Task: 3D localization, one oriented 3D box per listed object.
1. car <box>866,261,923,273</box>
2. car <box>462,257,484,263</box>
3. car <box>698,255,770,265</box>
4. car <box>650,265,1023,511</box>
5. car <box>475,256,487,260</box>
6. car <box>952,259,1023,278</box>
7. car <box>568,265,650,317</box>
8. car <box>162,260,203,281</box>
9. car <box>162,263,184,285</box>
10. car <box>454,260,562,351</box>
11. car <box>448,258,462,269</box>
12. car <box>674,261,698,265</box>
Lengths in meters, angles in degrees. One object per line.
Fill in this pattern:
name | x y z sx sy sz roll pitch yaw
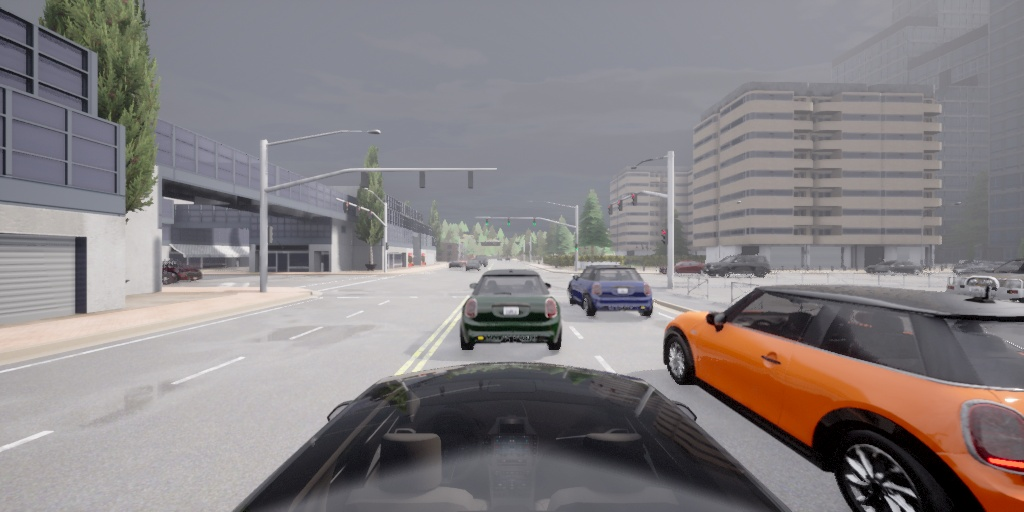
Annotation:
car | 39.821 1.256 37.417 4.892 1.490 1.837 0 0 -2
car | -5.129 1.255 47.333 1.837 1.490 4.892 0 0 -2
car | 20.808 0.971 33.214 5.566 2.045 2.150 0 0 -2
car | 3.576 1.103 4.132 2.097 1.767 4.553 0 0 -1
car | -5.664 0.974 63.125 2.150 2.045 5.566 0 0 -2
car | 44.915 1.242 34.078 4.902 1.511 2.128 0 0 -2
car | 3.402 1.101 13.239 2.097 1.767 4.553 0 0 -1
car | -26.259 1.101 27.099 4.553 1.767 2.097 0 0 -2
car | -24.856 1.314 23.641 4.181 1.385 1.994 0 0 -2
car | -0.035 1.101 9.158 2.097 1.767 4.553 0 0 -1
car | -8.869 1.351 56.755 1.895 1.301 4.718 0 0 -2
car | 17.561 1.227 36.594 5.008 1.535 1.882 0 0 -2
